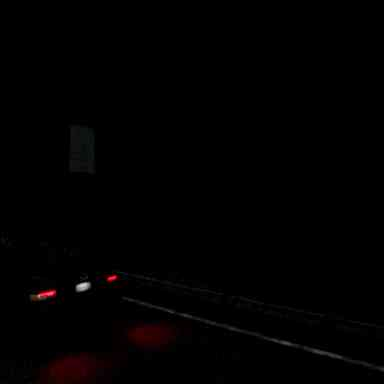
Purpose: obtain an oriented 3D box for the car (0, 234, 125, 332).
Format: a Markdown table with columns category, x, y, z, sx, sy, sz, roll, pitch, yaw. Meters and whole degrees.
| category | x | y | z | sx | sy | sz | roll | pitch | yaw |
| --- | --- | --- | --- | --- | --- | --- | --- | --- | --- |
| car | -3.712 | 1.626 | 7.044 | 5.357 | 1.411 | 2.033 | -1 | -1 | 40 |
